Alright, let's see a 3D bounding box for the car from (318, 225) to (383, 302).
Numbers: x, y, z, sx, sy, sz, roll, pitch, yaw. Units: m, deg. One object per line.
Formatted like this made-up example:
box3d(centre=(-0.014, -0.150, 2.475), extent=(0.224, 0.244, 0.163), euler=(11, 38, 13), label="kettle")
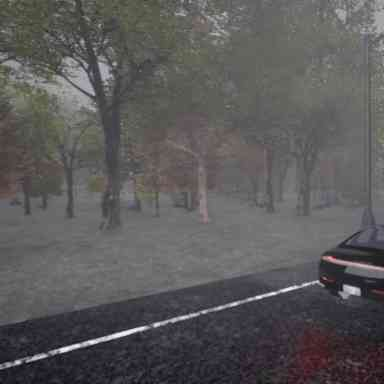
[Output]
box3d(centre=(4.714, 1.461, 7.115), extent=(4.902, 1.511, 2.128), euler=(0, 0, -36), label="car")
